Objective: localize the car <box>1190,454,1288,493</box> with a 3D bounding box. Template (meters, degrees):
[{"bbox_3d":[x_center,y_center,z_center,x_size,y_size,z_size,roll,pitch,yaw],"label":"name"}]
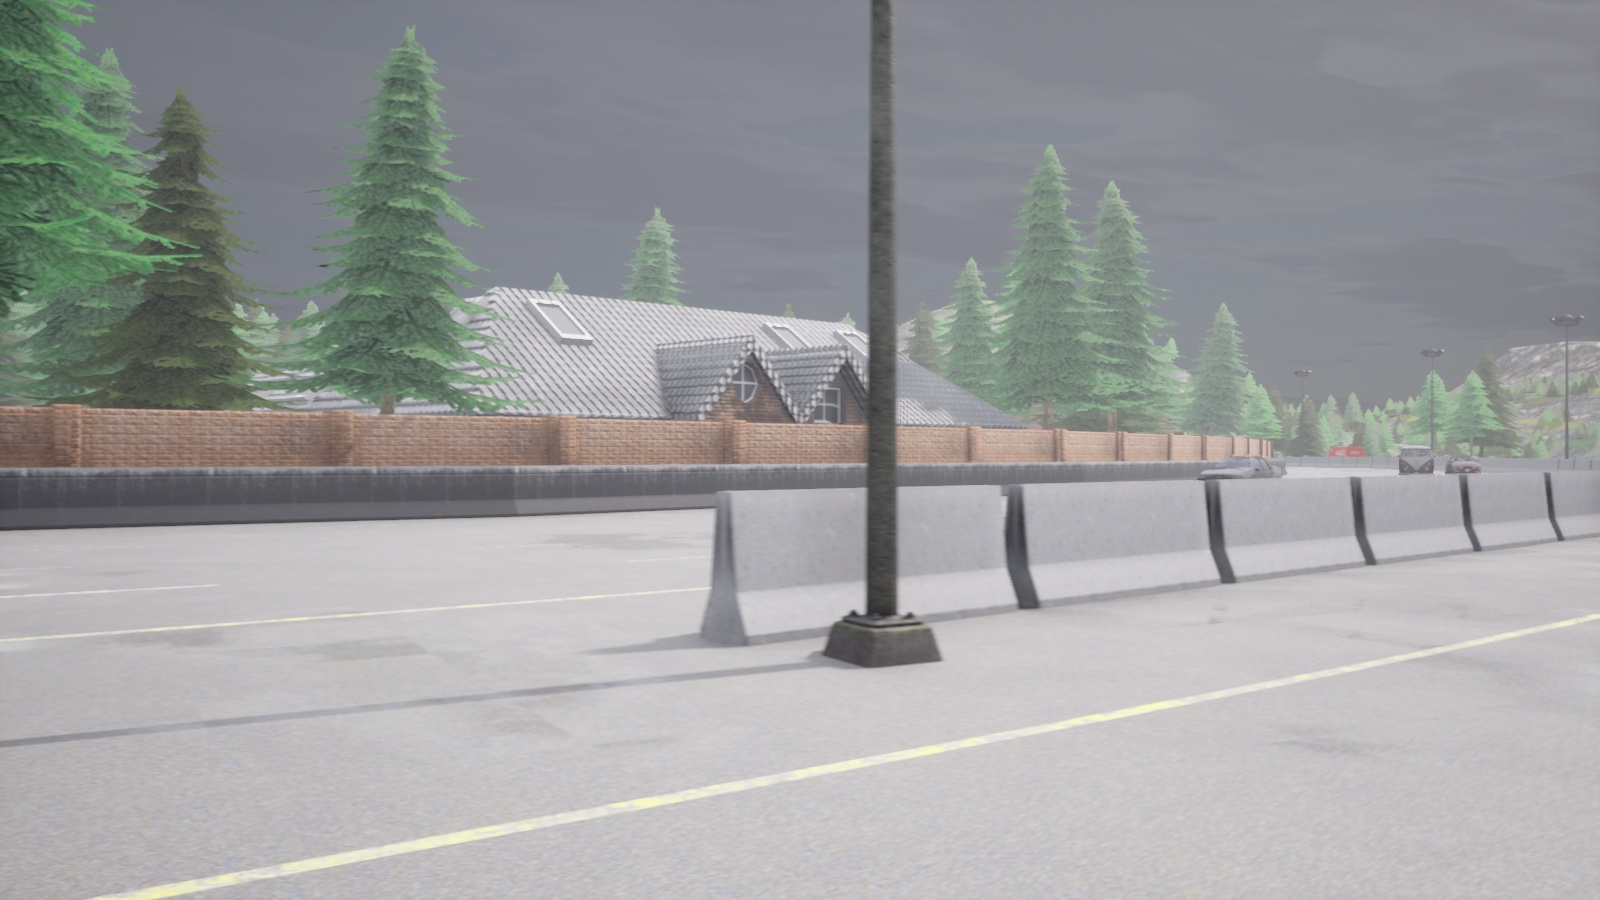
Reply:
[{"bbox_3d":[17.397,0.886,49.572,2.033,1.411,5.357,0,0,38],"label":"car"}]

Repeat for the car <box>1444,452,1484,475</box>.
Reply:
[{"bbox_3d":[44.558,0.884,84.328,1.816,1.474,4.193,0,0,21],"label":"car"}]

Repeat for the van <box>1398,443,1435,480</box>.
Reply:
[{"bbox_3d":[34.476,0.608,70.172,1.775,1.987,4.442,0,0,27],"label":"van"}]
